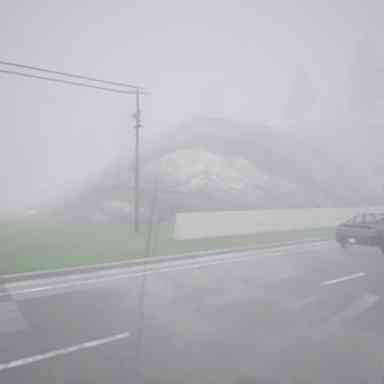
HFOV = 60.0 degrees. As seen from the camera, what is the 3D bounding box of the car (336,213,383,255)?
[{"bbox_3d":[7.974,1.627,13.854,4.902,1.511,2.128,1,0,-35],"label":"car"}]
